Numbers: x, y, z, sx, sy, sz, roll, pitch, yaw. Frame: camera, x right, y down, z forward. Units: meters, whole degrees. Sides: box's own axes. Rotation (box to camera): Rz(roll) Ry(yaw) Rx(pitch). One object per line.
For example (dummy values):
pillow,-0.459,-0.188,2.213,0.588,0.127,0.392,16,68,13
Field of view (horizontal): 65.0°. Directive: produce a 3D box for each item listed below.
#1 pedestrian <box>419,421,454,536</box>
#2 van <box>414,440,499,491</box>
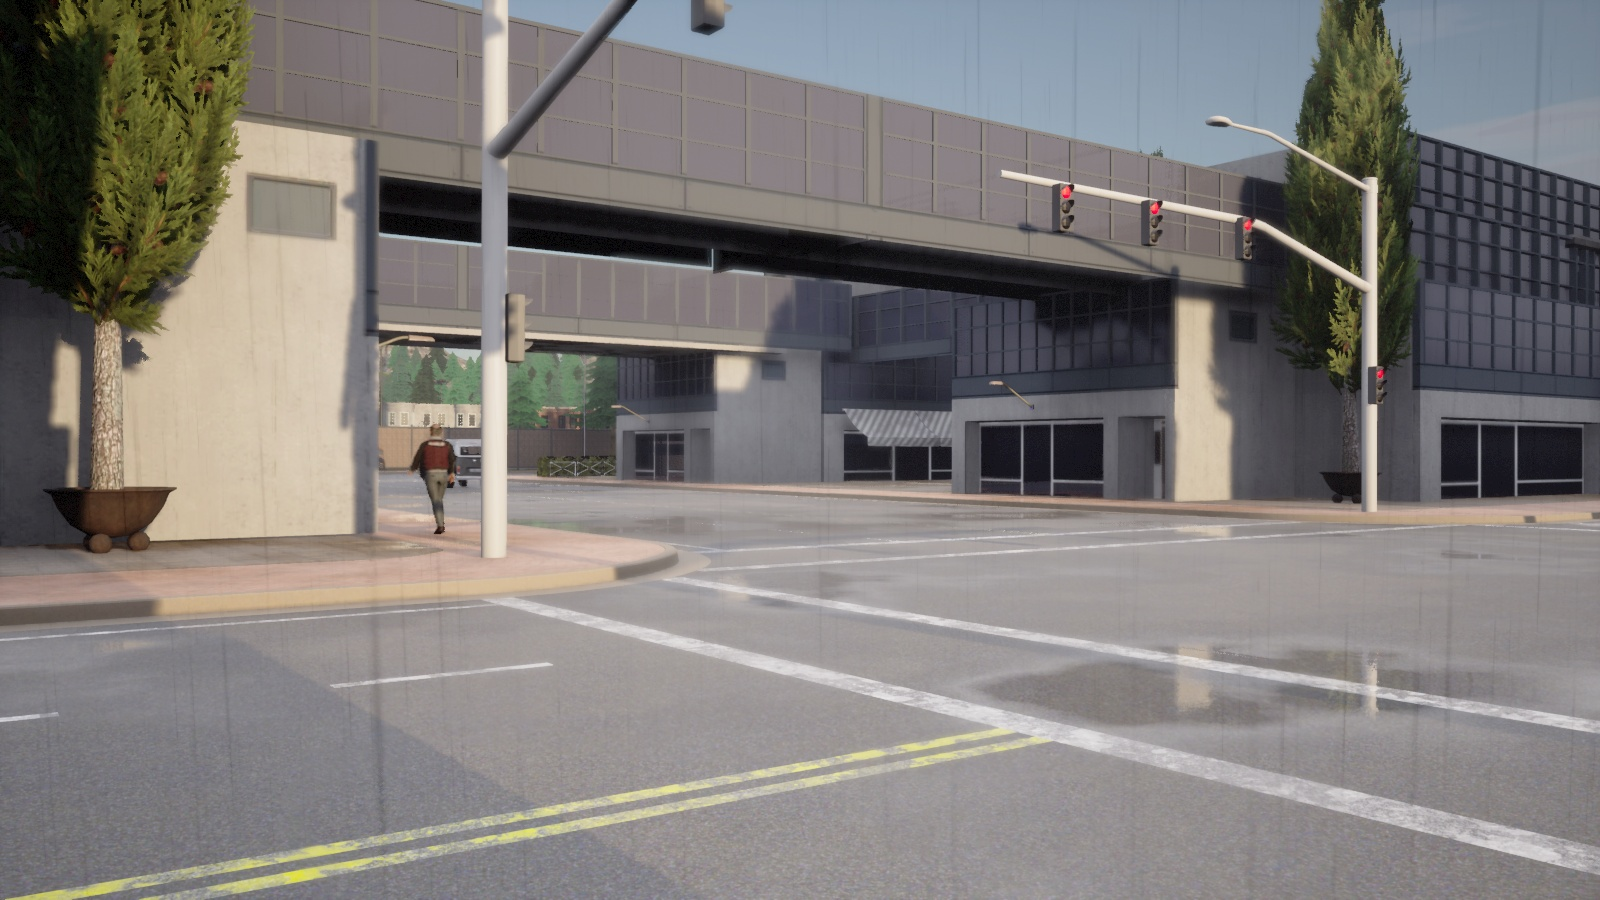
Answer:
pedestrian,-5.985,0.467,20.670,0.376,1.854,0.720,0,0,-30
van,-14.562,0.629,53.069,2.069,2.038,4.480,0,0,-36
